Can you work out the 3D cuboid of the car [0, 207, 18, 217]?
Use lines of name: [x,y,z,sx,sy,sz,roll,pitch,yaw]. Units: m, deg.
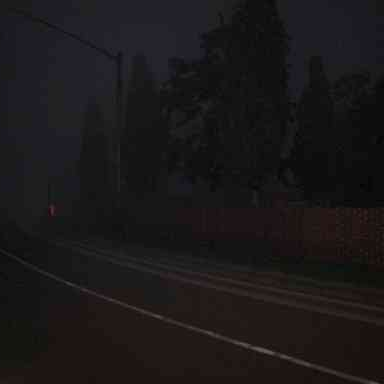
car: [-28.925,3.137,52.176,1.812,1.442,4.674,0,-4,-12]
